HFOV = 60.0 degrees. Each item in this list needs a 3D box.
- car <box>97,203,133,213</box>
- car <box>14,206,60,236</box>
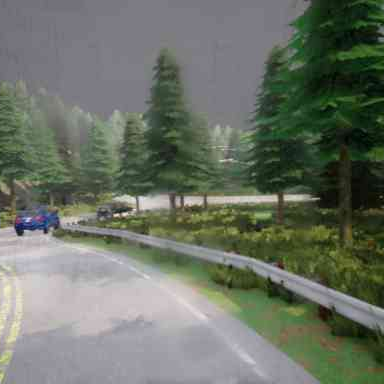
[{"bbox_3d":[-8.829,2.013,38.769,2.097,1.767,4.553,0,3,30],"label":"car"},{"bbox_3d":[-11.932,2.136,25.922,2.150,2.045,5.566,-3,0,-10],"label":"car"}]
